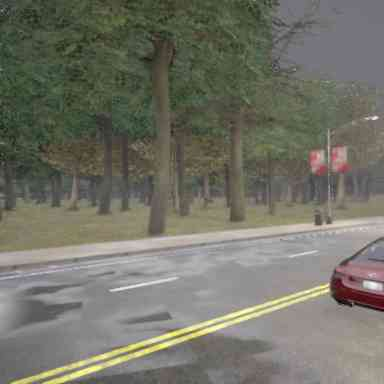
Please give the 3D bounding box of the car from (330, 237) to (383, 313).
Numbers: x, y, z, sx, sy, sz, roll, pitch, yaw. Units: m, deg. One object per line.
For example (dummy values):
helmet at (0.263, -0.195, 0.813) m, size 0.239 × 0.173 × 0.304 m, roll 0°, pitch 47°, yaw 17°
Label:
car at (4.836, 1.666, 7.246) m, size 4.181 × 1.385 × 1.994 m, roll 0°, pitch -1°, yaw -38°
